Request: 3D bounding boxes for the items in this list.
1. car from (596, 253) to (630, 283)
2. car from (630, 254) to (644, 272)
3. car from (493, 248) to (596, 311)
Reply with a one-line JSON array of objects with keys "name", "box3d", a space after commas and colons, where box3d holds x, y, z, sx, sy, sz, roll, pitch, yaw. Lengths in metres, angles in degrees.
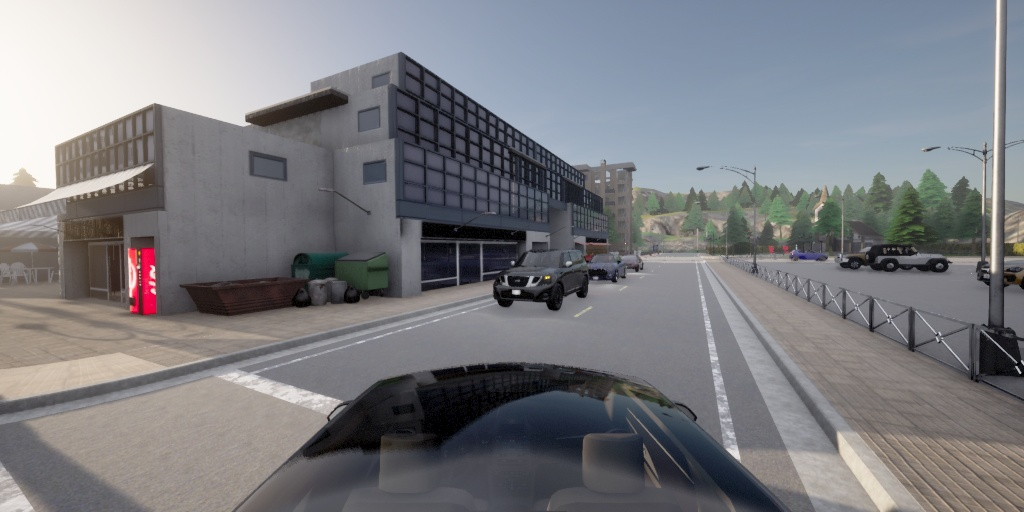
[{"name": "car", "box3d": [5.824, 0.641, 22.604, 2.097, 1.767, 4.553, 0, 1, 27]}, {"name": "car", "box3d": [10.453, 0.580, 31.729, 1.812, 1.442, 4.674, 0, 1, 27]}, {"name": "car", "box3d": [1.379, 0.737, 13.828, 2.150, 2.045, 5.566, 0, 1, 27]}]
